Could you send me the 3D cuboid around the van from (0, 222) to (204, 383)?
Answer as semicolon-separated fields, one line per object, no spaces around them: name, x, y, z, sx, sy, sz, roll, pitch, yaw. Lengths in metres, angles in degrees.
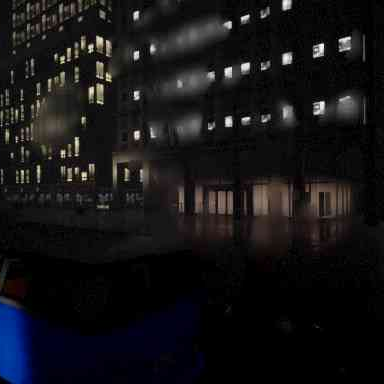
van;-1.774;1.342;4.150;3.998;1.788;1.690;0;0;36
